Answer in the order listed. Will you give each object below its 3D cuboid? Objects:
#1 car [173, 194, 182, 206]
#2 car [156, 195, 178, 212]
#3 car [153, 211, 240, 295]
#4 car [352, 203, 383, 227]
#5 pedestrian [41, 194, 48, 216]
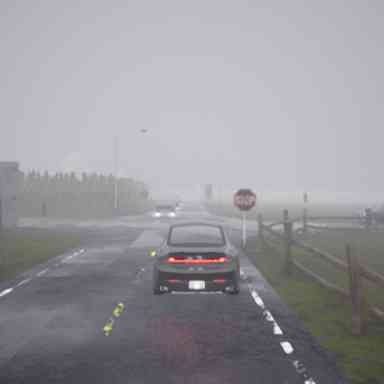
[{"bbox_3d":[-2.894,1.347,49.080,1.882,1.535,5.008,0,0,0],"label":"car"},{"bbox_3d":[-2.887,1.379,37.069,1.882,1.535,5.008,0,0,0],"label":"car"},{"bbox_3d":[0.091,1.482,8.632,1.837,1.490,4.892,0,0,0],"label":"car"},{"bbox_3d":[14.289,1.581,24.486,4.553,1.767,2.097,1,0,0],"label":"car"},{"bbox_3d":[-12.205,1.063,27.399,0.375,1.860,0.375,0,-1,0],"label":"pedestrian"}]
